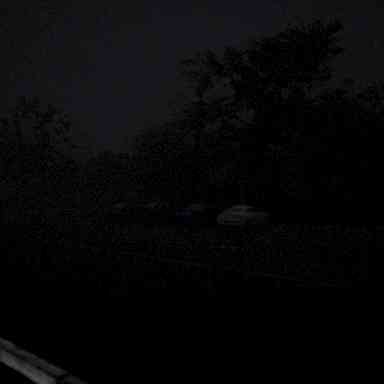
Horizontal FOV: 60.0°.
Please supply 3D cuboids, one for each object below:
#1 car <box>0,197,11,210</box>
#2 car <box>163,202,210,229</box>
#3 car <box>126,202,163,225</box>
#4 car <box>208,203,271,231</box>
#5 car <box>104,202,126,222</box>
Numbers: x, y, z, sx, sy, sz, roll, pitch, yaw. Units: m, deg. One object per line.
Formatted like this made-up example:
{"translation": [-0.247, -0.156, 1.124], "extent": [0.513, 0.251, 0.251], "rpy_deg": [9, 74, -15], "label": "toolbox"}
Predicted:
{"translation": [-24.464, 1.340, 40.078], "extent": [2.185, 1.767, 4.553], "rpy_deg": [0, 0, 35], "label": "car"}
{"translation": [0.646, 1.459, 22.095], "extent": [2.097, 1.535, 5.008], "rpy_deg": [0, 0, 36], "label": "car"}
{"translation": [-2.023, 1.461, 23.990], "extent": [2.231, 1.521, 4.892], "rpy_deg": [0, 0, 36], "label": "car"}
{"translation": [3.203, 1.498, 20.257], "extent": [2.002, 1.452, 4.674], "rpy_deg": [0, 0, 36], "label": "car"}
{"translation": [-4.687, 1.500, 25.897], "extent": [2.002, 1.452, 4.674], "rpy_deg": [0, 0, 36], "label": "car"}
